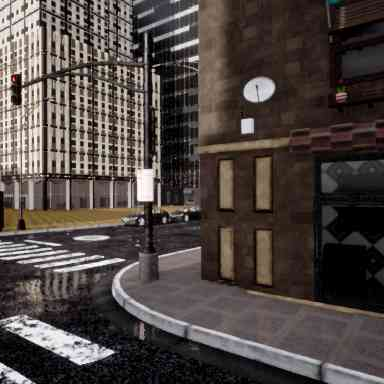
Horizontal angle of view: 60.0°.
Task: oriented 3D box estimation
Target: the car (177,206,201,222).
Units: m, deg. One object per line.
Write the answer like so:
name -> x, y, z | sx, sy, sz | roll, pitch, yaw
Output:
car -> -0.356, 1.974, 30.488 | 2.008, 1.369, 4.403 | -2, -2, 35

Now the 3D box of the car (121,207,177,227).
car -> -3.555, 1.893, 25.929 | 2.008, 1.369, 4.403 | -2, -2, 35
